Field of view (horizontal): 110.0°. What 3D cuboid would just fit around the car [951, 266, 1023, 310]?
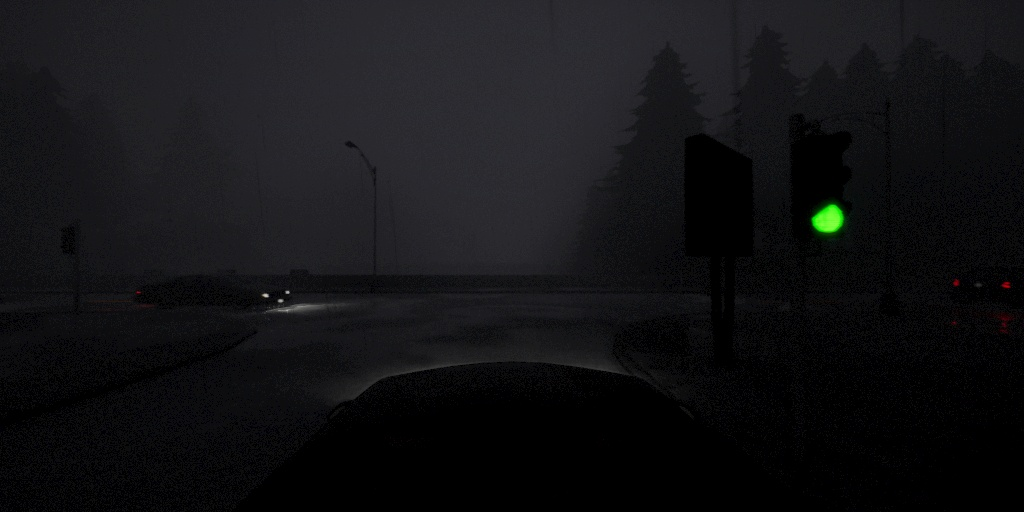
[{"bbox_3d":[21.277,1.208,14.730,4.553,1.767,2.097,0,0,0],"label":"car"}]

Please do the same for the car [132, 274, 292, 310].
[{"bbox_3d":[-12.151,1.436,14.698,5.357,1.411,2.033,0,0,0],"label":"car"}]
